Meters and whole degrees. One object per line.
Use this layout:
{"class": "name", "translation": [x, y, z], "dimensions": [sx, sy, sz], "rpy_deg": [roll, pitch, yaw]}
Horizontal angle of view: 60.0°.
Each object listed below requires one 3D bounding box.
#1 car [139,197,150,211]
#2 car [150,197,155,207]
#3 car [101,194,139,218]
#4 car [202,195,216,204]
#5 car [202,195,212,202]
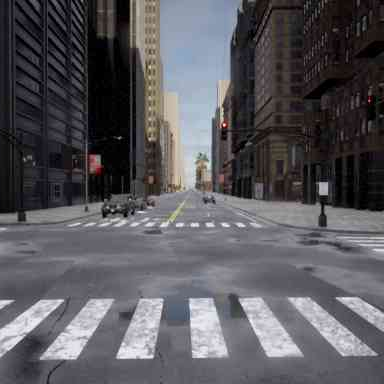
{"class": "car", "translation": [-6.653, 1.456, 40.481], "dimensions": [1.837, 1.490, 4.892], "rpy_deg": [0, 0, 0]}
{"class": "car", "translation": [-6.677, 1.497, 50.504], "dimensions": [1.994, 1.385, 4.181], "rpy_deg": [0, 0, -1]}
{"class": "car", "translation": [-6.646, 1.191, 30.607], "dimensions": [2.150, 2.045, 5.566], "rpy_deg": [0, 0, 0]}
{"class": "car", "translation": [3.250, 1.438, 61.049], "dimensions": [1.812, 1.442, 4.674], "rpy_deg": [0, 0, 0]}
{"class": "car", "translation": [3.195, 1.416, 70.968], "dimensions": [1.812, 1.442, 4.674], "rpy_deg": [0, 0, 0]}
